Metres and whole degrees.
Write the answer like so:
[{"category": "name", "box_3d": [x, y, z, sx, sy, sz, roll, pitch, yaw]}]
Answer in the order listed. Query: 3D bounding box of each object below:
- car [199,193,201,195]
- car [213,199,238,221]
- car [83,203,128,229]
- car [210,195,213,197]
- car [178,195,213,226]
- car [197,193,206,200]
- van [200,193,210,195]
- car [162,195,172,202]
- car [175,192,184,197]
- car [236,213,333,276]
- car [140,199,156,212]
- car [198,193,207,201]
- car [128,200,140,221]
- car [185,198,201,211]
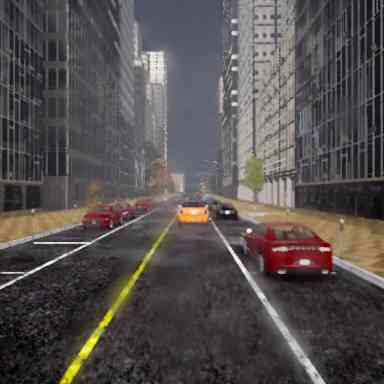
[{"category": "car", "box_3d": [2.701, 1.394, 61.400, 1.967, 1.590, 4.097, 0, 0, 0]}, {"category": "car", "box_3d": [2.695, 1.556, 27.247, 1.947, 1.339, 4.313, 0, 0, 0]}, {"category": "car", "box_3d": [-5.686, 1.539, 21.562, 1.887, 1.381, 4.507, 0, 0, 0]}, {"category": "car", "box_3d": [2.699, 1.535, 50.015, 1.947, 1.339, 4.313, 0, 0, 0]}, {"category": "car", "box_3d": [0.104, 1.344, 23.491, 2.097, 1.767, 4.553, 0, 0, 0]}, {"category": "car", "box_3d": [2.706, 1.207, 95.553, 2.192, 1.841, 5.009, 0, 0, 0]}, {"category": "van", "box_3d": [2.700, 1.303, 55.709, 1.690, 1.788, 3.998, 0, 0, 0]}, {"category": "car", "box_3d": [-5.679, 1.461, 72.626, 1.752, 1.417, 4.829, 0, 0, 0]}, {"category": "car", "box_3d": [-2.990, 0.764, 78.934, 2.150, 2.045, 5.566, 0, 0, 0]}, {"category": "car", "box_3d": [2.693, 1.544, 10.170, 1.887, 1.381, 4.507, 0, 0, 0]}, {"category": "car", "box_3d": [-5.683, 1.526, 38.640, 1.887, 1.381, 4.507, 0, 0, 0]}, {"category": "car", "box_3d": [2.705, 1.230, 84.168, 2.192, 1.841, 5.009, 0, 0, 0]}, {"category": "car", "box_3d": [-5.685, 1.572, 27.256, 1.802, 1.307, 4.206, 0, 0, 0]}, {"category": "car", "box_3d": [0.106, 1.504, 41.250, 1.812, 1.442, 4.674, 0, 0, 0]}]
